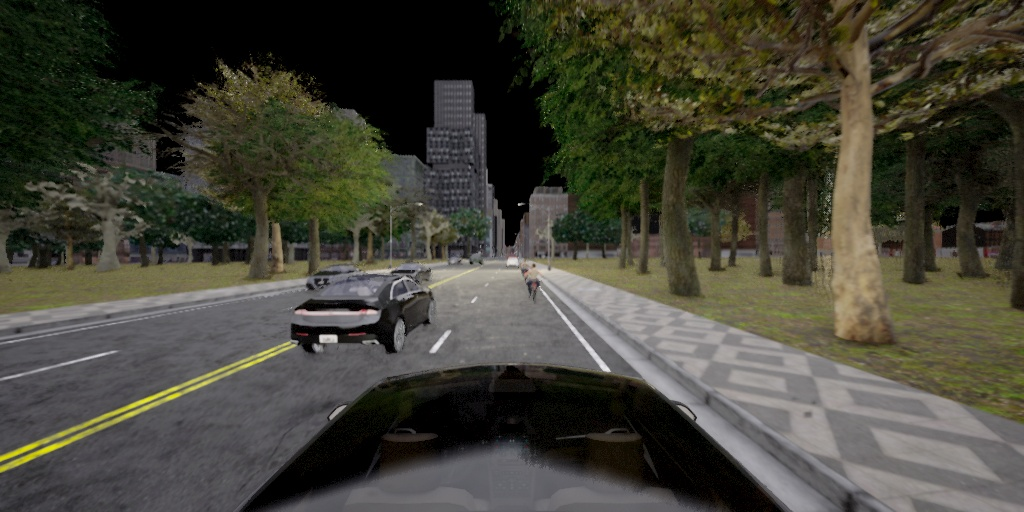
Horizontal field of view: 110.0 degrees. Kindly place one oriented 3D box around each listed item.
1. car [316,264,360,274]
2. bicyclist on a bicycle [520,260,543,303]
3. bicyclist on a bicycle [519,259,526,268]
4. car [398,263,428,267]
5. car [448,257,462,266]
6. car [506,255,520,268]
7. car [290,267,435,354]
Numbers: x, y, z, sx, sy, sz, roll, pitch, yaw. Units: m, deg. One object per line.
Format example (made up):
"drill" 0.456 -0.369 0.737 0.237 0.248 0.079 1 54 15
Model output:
"car" -9.842 1.176 20.482 1.994 1.385 4.181 0 0 0
"bicyclist on a bicycle" 0.897 1.088 14.864 0.866 1.612 1.509 0 0 0
"bicyclist on a bicycle" 0.918 1.016 25.045 0.866 1.612 1.509 0 0 0
"car" -6.593 1.137 23.624 2.033 1.411 5.357 0 0 0
"car" -9.771 0.868 61.551 2.128 1.511 4.902 0 0 1
"car" 0.113 0.942 53.225 1.812 1.442 4.674 0 0 0
"car" -3.148 1.190 8.572 2.128 1.511 4.902 0 0 0
